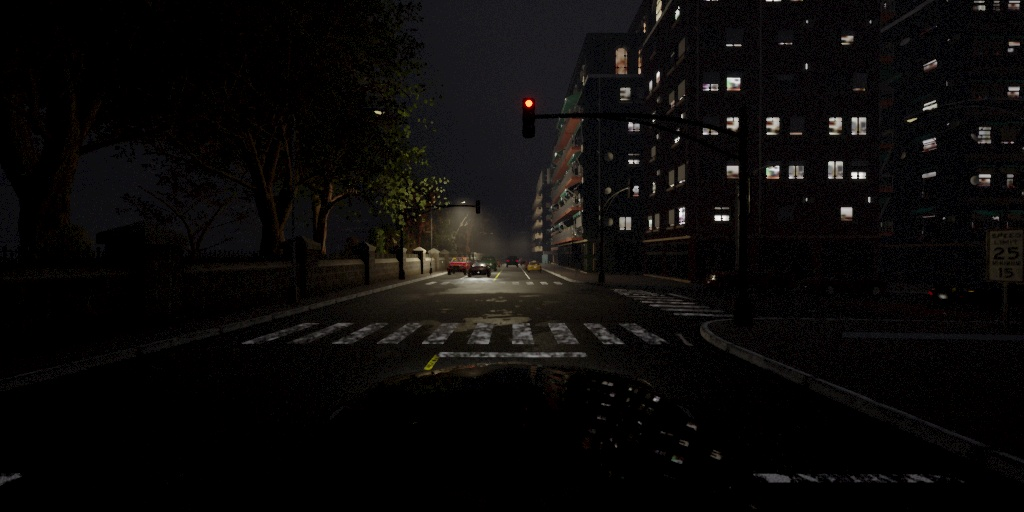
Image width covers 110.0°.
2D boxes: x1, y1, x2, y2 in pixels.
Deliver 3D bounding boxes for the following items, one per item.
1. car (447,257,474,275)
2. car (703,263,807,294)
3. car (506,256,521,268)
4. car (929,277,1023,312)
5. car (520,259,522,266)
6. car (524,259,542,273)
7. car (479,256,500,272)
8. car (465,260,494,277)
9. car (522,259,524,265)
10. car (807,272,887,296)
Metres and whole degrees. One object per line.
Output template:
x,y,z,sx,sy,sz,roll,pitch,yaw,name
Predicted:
-5.649,1.069,38.713,2.192,1.841,5.009,0,0,0,car
14.621,1.338,22.106,5.009,1.841,2.192,0,0,0,car
0.068,0.993,63.637,2.150,2.045,5.566,0,0,0,car
21.943,1.704,16.341,4.674,1.442,1.812,1,0,0,car
2.749,1.316,55.310,2.007,1.370,4.403,0,0,0,car
2.737,1.283,44.409,1.751,1.417,4.829,0,0,0,car
-3.059,0.982,46.675,2.150,2.045,5.566,0,0,-1,car
-3.064,1.317,34.685,1.994,1.385,4.181,0,0,0,car
2.743,1.306,49.774,1.888,1.381,4.507,0,0,0,car
20.316,1.671,22.118,4.507,1.381,1.888,0,0,0,car
